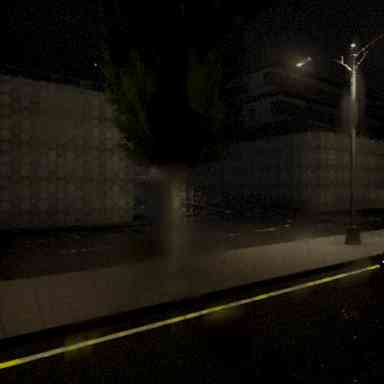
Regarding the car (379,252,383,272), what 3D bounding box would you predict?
[{"bbox_3d":[7.120,1.544,8.919,5.357,1.411,2.033,0,0,-35],"label":"car"}]
